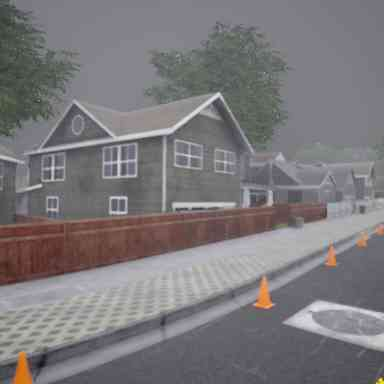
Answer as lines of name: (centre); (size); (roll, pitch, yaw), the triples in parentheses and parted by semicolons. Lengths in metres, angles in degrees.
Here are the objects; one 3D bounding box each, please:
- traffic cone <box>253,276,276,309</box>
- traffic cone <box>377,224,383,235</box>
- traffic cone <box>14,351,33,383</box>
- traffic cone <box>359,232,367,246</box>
traffic cone: (1.466, 1.989, 6.719); (0.340, 0.580, 0.340); (-1, 0, 41)
traffic cone: (10.498, 2.056, 18.510); (0.340, 0.580, 0.340); (0, -1, 37)
traffic cone: (-1.806, 2.005, 3.555); (0.340, 0.580, 0.340); (0, 0, -39)
traffic cone: (7.470, 2.028, 14.530); (0.340, 0.580, 0.340); (0, -1, 37)
